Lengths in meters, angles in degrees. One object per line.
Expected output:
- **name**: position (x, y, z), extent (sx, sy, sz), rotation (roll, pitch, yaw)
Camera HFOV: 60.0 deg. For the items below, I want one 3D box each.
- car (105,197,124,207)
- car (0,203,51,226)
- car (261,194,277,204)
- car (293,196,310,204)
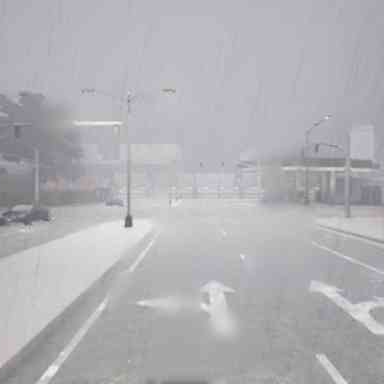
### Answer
- **car**: position (-11.496, 1.474, 49.513), extent (1.994, 1.385, 4.181), rotation (0, 0, 0)
- **car**: position (-11.497, 1.504, 23.232), extent (1.812, 1.442, 4.674), rotation (0, 0, 0)
- **car**: position (13.214, 1.237, 57.072), extent (2.242, 1.667, 4.611), rotation (0, 0, 0)
- **car**: position (18.960, 1.396, 57.834), extent (1.970, 1.475, 3.806), rotation (0, 0, 0)
